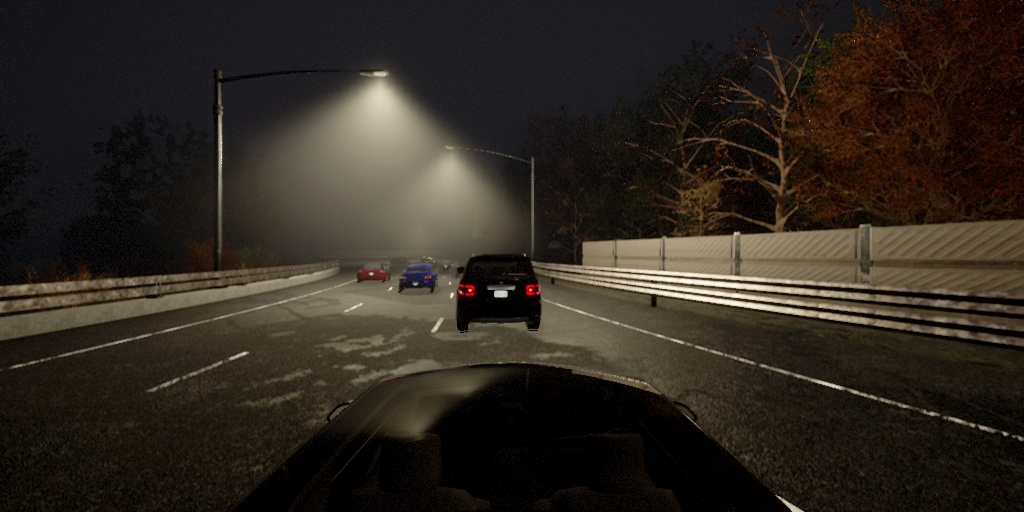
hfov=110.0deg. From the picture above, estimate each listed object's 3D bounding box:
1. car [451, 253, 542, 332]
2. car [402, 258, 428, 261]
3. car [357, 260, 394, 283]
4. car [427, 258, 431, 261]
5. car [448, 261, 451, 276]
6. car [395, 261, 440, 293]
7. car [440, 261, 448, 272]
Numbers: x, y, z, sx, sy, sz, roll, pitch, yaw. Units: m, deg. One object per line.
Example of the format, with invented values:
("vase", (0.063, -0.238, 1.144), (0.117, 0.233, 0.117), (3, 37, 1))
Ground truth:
("car", (-0.495, 0.934, 10.927), (2.150, 2.045, 5.566), (0, 1, -5))
("car", (-11.441, 1.172, 42.107), (1.895, 1.301, 4.718), (0, 0, -22))
("car", (-10.194, 1.204, 26.683), (1.994, 1.385, 4.181), (0, 0, -14))
("car", (-13.291, 1.024, 54.135), (1.837, 1.490, 4.892), (0, 1, -27))
("car", (-4.268, 1.143, 31.477), (1.812, 1.442, 4.674), (0, 0, -16))
("car", (-5.199, 1.194, 20.163), (1.812, 1.442, 4.674), (0, 0, -9))
("car", (-7.395, 1.176, 41.243), (1.895, 1.301, 4.718), (0, 0, -20))
